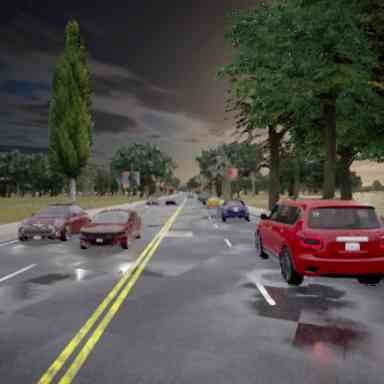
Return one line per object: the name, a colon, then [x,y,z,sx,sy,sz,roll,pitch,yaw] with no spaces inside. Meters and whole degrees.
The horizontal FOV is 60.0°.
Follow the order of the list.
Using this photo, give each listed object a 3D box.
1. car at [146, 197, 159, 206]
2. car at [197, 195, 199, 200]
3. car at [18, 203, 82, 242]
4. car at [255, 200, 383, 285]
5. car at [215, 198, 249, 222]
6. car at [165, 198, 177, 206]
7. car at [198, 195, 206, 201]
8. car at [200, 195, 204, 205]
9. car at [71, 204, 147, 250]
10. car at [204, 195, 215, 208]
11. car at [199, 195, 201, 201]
car: [-6.726,1.595,56.843,1.837,1.490,4.892,0,0,0]
car: [2.900,1.493,81.887,2.097,1.767,4.553,0,0,0]
car: [-6.616,1.368,16.457,2.097,1.767,4.553,0,0,0]
car: [3.345,1.230,9.619,2.150,2.045,5.566,0,0,0]
car: [3.309,1.384,27.131,2.097,1.767,4.553,0,0,0]
car: [-3.468,1.687,55.046,1.895,1.301,4.718,0,0,0]
car: [2.800,1.668,92.952,2.163,1.488,4.792,0,0,-1]
car: [3.061,1.528,59.906,2.033,1.649,4.856,0,0,0]
car: [-3.364,1.491,14.591,1.882,1.535,5.008,0,0,0]
car: [3.123,1.552,48.902,1.882,1.535,5.008,0,0,0]
car: [2.986,1.623,70.912,1.837,1.490,4.892,0,0,0]
